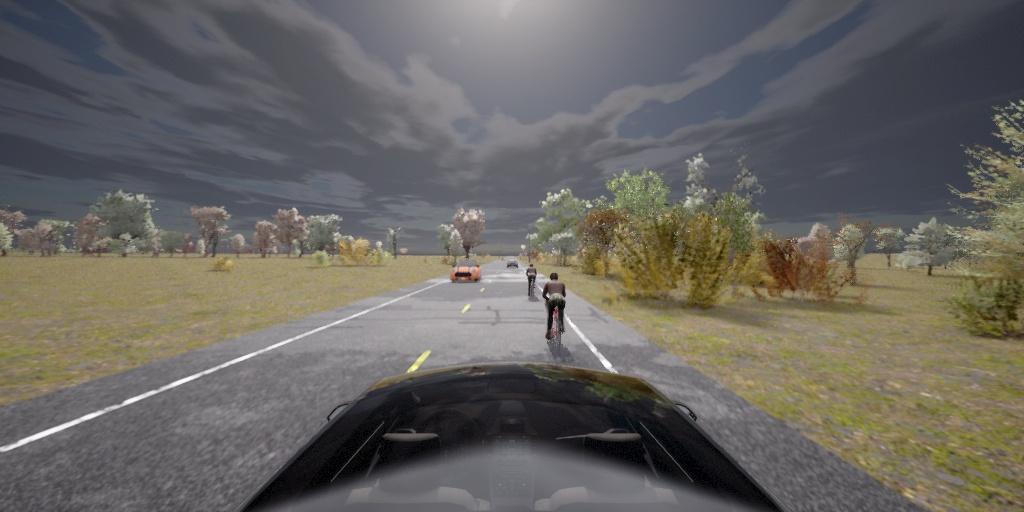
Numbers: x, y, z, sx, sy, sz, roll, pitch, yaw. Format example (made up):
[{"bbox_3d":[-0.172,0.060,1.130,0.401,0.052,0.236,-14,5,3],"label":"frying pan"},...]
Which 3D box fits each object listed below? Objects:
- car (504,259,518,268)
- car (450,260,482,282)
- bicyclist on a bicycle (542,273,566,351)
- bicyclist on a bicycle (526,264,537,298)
[{"bbox_3d":[0.088,1.355,62.406,1.895,1.301,4.718,0,0,0],"label":"car"},{"bbox_3d":[-3.605,1.104,28.654,2.097,1.767,4.553,0,0,0],"label":"car"},{"bbox_3d":[0.961,1.203,8.043,0.582,1.620,1.656,0,0,0],"label":"bicyclist on a bicycle"},{"bbox_3d":[0.959,1.204,17.489,0.582,1.620,1.656,0,0,0],"label":"bicyclist on a bicycle"}]
